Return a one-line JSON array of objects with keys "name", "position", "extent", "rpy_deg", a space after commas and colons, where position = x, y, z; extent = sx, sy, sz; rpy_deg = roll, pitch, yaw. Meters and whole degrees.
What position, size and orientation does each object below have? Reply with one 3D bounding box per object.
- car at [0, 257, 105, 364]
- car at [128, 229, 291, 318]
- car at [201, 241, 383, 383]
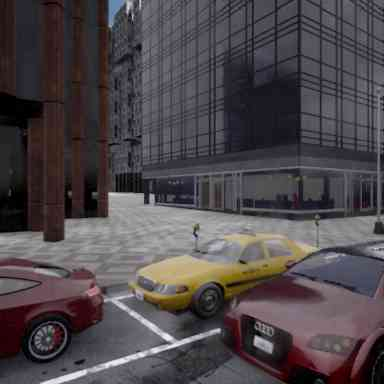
[{"name": "car", "position": [-3.277, 1.581, 4.317], "extent": [4.206, 1.307, 1.802], "rpy_deg": [0, 0, -35]}, {"name": "car", "position": [1.023, 1.534, 7.361], "extent": [4.829, 1.417, 1.752], "rpy_deg": [0, 0, -35]}, {"name": "car", "position": [2.446, 1.572, 4.982], "extent": [4.181, 1.385, 1.994], "rpy_deg": [0, 0, -35]}]
